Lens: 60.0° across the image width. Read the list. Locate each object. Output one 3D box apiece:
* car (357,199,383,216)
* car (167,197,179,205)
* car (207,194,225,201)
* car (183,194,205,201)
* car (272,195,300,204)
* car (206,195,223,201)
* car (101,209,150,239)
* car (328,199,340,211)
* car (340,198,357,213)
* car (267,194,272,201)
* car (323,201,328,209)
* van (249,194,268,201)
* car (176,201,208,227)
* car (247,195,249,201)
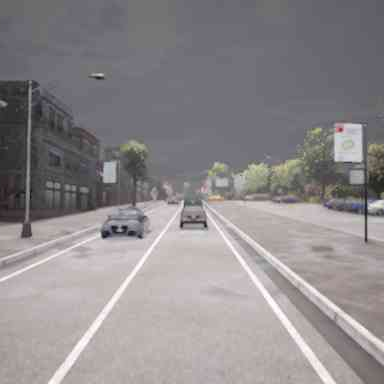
[{"bbox_3d":[18.699,1.533,31.579,4.674,1.452,2.002,0,0,0],"label":"car"},{"bbox_3d":[-3.301,1.639,59.400,1.994,1.385,4.181,0,0,1],"label":"car"},{"bbox_3d":[6.093,1.701,90.124,5.366,1.575,1.946,0,-1,0],"label":"car"},{"bbox_3d":[0.102,1.273,39.768,2.150,2.045,5.566,0,0,0],"label":"car"},{"bbox_3d":[18.757,1.402,65.613,4.553,1.767,2.185,0,0,0],"label":"car"},{"bbox_3d":[6.285,1.632,93.046,4.553,1.767,2.185,0,-1,0],"label":"car"},{"bbox_3d":[-3.351,1.583,17.378,1.994,1.385,4.181,0,0,0],"label":"car"},{"bbox_3d":[18.700,1.500,38.001,4.892,1.521,2.231,0,0,0],"label":"car"},{"bbox_3d":[18.709,1.496,34.728,5.008,1.535,2.097,0,0,0],"label":"car"},{"bbox_3d":[18.687,1.573,68.783,4.674,1.452,2.002,0,0,0],"label":"car"},{"bbox_3d":[18.705,1.543,41.277,4.674,1.452,2.002,0,0,0],"label":"car"},{"bbox_3d":[18.433,1.471,89.579,4.442,1.987,1.878,0,-1,0],"label":"van"},{"bbox_3d":[0.100,1.574,22.793,2.033,1.411,5.357,0,0,0],"label":"car"},{"bbox_3d":[18.713,1.745,92.371,5.366,1.575,1.946,0,-1,0],"label":"car"}]
